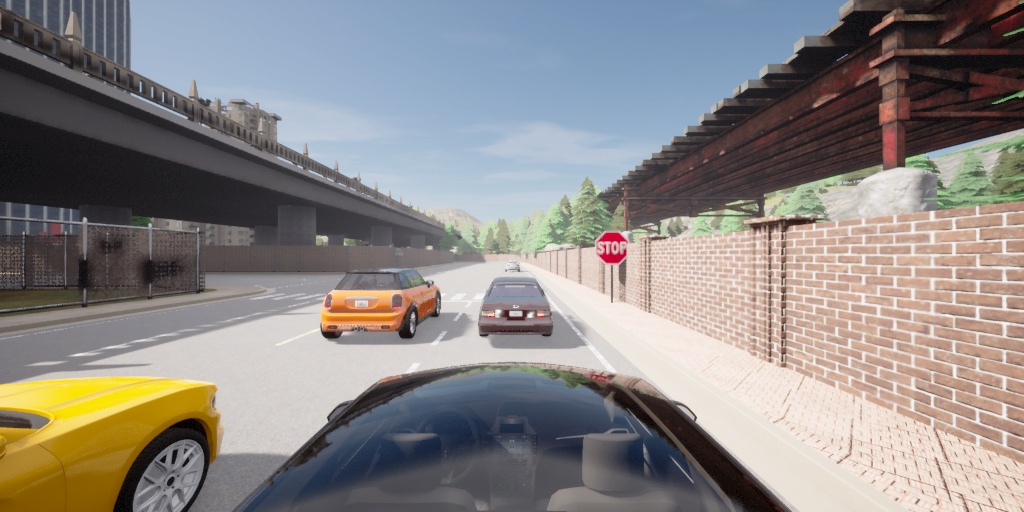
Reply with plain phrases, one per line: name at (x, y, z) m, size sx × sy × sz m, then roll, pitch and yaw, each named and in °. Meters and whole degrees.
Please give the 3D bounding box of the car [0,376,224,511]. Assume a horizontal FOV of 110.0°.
car at (-3.396, 1.228, 1.005) m, size 1.882 × 1.535 × 5.008 m, roll 0°, pitch 0°, yaw 0°

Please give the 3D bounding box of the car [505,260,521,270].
car at (0.082, 1.276, 46.167) m, size 1.812 × 1.442 × 4.674 m, roll 0°, pitch 0°, yaw -1°

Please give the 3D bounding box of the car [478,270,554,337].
car at (0.082, 1.297, 10.284) m, size 2.033 × 1.411 × 5.357 m, roll 0°, pitch 0°, yaw 0°

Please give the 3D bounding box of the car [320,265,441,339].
car at (-3.419, 1.102, 10.262) m, size 2.097 × 1.767 × 4.553 m, roll 0°, pitch 0°, yaw 0°
